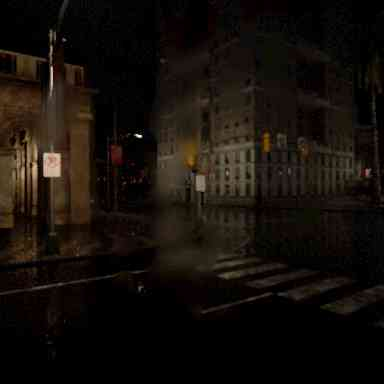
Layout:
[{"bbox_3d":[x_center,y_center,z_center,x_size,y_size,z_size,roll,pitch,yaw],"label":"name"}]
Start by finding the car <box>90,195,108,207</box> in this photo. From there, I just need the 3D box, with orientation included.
[{"bbox_3d":[-14.953,1.233,50.389,2.097,1.767,4.553,0,0,-36],"label":"car"}]

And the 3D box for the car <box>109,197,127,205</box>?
[{"bbox_3d":[-11.664,1.420,51.811,1.994,1.385,4.181,0,0,-36],"label":"car"}]
